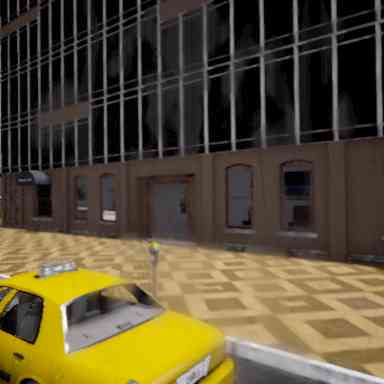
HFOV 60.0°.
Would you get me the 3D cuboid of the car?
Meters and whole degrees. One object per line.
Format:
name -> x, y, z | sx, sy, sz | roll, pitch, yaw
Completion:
car -> -1.864, 1.567, 4.214 | 4.829, 1.417, 1.752 | -1, -1, 36
